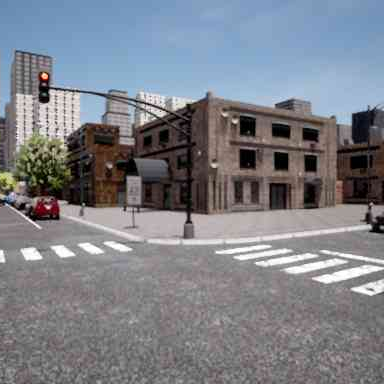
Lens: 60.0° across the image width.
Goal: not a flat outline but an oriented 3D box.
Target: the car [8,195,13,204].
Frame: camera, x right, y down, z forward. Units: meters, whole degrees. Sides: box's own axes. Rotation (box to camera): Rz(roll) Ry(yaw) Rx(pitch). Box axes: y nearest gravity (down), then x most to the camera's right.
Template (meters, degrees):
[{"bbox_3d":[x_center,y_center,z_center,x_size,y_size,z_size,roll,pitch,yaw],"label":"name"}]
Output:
[{"bbox_3d":[-29.588,1.607,56.223,1.802,1.307,4.206,0,0,-31],"label":"car"}]

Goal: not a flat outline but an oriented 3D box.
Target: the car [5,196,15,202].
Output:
[{"bbox_3d":[-41.045,1.640,75.123,1.802,1.307,4.206,0,0,-31],"label":"car"}]

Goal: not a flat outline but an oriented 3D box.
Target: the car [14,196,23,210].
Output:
[{"bbox_3d":[-20.996,1.575,42.050,1.947,1.339,4.313,0,0,-31],"label":"car"}]

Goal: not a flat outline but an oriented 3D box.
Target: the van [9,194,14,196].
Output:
[{"bbox_3d":[-35.317,1.381,65.674,1.690,1.788,3.998,0,0,-31],"label":"van"}]

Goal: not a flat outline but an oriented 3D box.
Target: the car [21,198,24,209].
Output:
[{"bbox_3d":[-15.268,1.569,32.599,1.947,1.339,4.313,0,0,-31],"label":"car"}]

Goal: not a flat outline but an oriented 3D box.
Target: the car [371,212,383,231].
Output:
[{"bbox_3d":[11.241,1.365,17.414,4.313,1.339,1.947,-1,1,-31],"label":"car"}]

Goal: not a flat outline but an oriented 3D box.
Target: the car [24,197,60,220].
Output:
[{"bbox_3d":[-12.403,1.316,27.874,2.192,1.841,5.009,0,0,-31],"label":"car"}]

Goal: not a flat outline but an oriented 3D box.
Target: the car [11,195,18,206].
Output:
[{"bbox_3d":[-23.860,1.564,46.774,2.008,1.369,4.403,0,0,-31],"label":"car"}]

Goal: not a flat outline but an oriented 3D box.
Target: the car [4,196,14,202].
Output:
[{"bbox_3d":[-43.910,1.633,79.849,1.947,1.339,4.313,0,0,-31],"label":"car"}]

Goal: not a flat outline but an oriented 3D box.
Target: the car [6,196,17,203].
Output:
[{"bbox_3d":[-38.269,1.575,70.544,1.752,1.417,4.829,0,0,-31],"label":"car"}]

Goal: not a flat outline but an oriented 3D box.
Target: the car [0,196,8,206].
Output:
[{"bbox_3d":[-32.627,1.517,56.244,2.128,1.511,4.902,0,0,-31],"label":"car"}]
